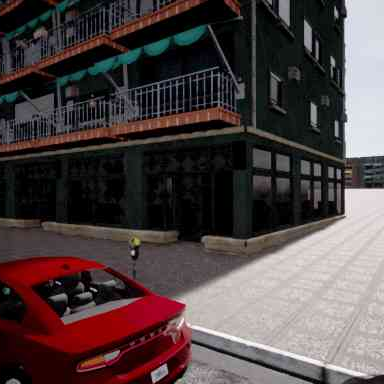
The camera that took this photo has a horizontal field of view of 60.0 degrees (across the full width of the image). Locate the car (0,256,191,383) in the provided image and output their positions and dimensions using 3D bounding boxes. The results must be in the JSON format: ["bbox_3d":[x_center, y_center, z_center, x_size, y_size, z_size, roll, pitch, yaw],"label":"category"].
[{"bbox_3d":[-2.111,1.545,4.392,4.507,1.381,1.887,0,0,36],"label":"car"}]

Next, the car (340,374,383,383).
[{"bbox_3d":[2.470,1.566,1.108,4.313,1.339,1.947,0,0,36],"label":"car"}]
